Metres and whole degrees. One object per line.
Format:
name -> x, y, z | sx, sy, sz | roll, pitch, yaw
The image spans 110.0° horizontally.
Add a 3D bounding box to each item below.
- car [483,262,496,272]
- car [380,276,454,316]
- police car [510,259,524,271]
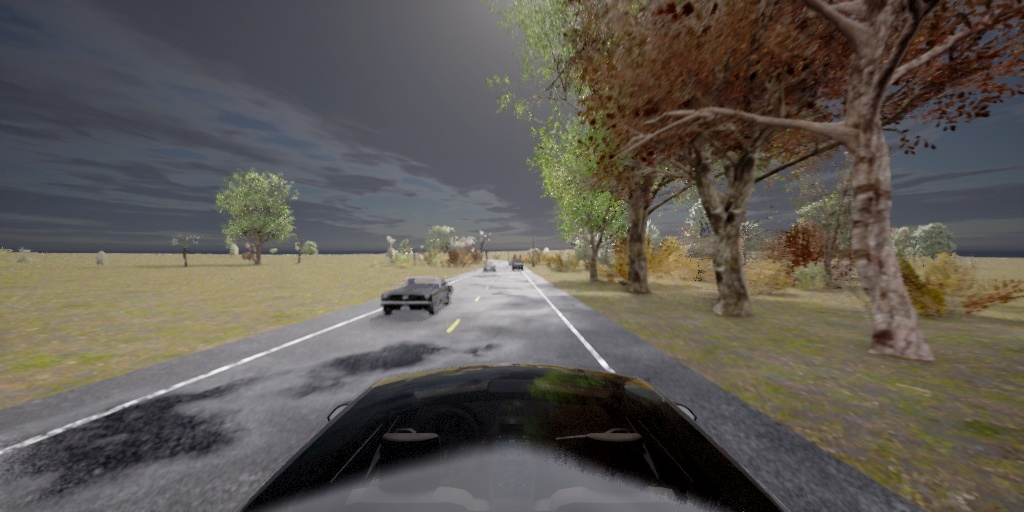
car -> -3.560, 1.788, 57.305 | 2.128, 1.511, 4.902 | 0, 0, 1
car -> -3.603, 1.491, 14.331 | 1.895, 1.301, 4.718 | 0, -1, 0
police car -> 1.037, 1.770, 62.869 | 1.930, 1.638, 5.238 | 0, 0, 0
